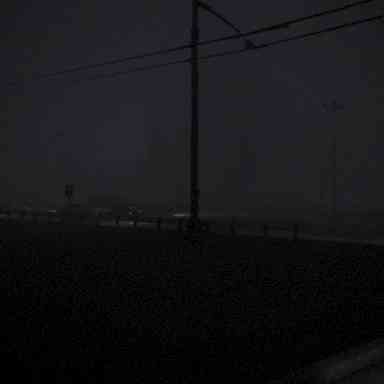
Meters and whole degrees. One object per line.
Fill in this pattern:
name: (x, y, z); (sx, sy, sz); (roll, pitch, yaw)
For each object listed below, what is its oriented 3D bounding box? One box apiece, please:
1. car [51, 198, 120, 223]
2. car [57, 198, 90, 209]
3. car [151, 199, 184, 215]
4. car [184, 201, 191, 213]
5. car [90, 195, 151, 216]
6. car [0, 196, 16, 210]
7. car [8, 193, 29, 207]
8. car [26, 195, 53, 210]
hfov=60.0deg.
car: (-8.373, 1.509, 26.035); (5.008, 1.535, 1.882); (0, 0, 29)
car: (-16.632, 1.575, 46.654); (4.674, 1.442, 1.812); (0, 0, 29)
car: (-3.450, 1.643, 35.311); (4.181, 1.385, 1.994); (0, 0, 29)
car: (-1.659, 1.586, 38.320); (4.902, 1.511, 2.128); (0, 0, 29)
car: (-6.739, 1.269, 29.132); (5.566, 2.045, 2.150); (0, 0, 29)
car: (-22.677, 1.524, 38.001); (4.674, 1.442, 1.812); (0, 0, 29)
car: (-26.733, 1.237, 52.296); (5.566, 2.045, 2.150); (1, 0, 29)
car: (-19.138, 1.508, 44.043); (5.008, 1.535, 1.882); (0, 0, 29)
